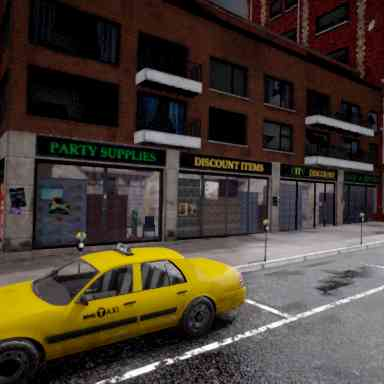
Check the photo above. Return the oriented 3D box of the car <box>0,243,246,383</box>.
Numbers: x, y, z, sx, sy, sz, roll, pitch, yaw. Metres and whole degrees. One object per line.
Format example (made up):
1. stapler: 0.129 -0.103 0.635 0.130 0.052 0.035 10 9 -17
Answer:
1. car: -1.309 1.526 5.138 4.829 1.417 1.752 0 2 -35
